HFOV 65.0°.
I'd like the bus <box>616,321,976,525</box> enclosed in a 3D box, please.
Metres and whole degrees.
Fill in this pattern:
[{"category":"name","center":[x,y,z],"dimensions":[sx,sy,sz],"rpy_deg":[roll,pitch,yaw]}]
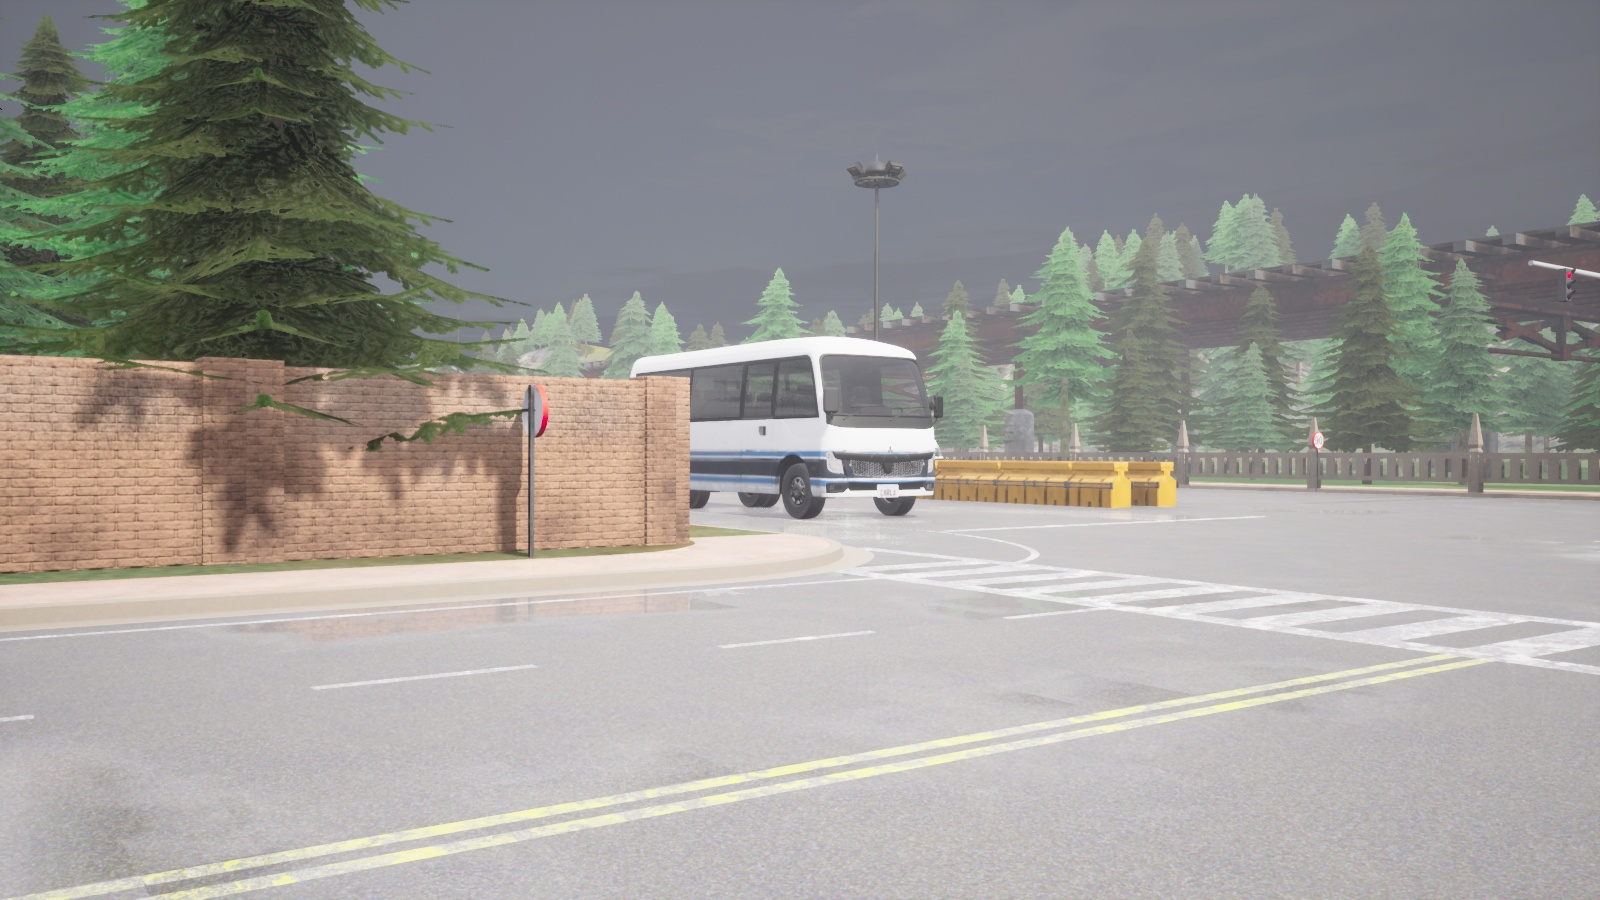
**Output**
[{"category":"bus","center":[-0.551,-0.553,31.586],"dimensions":[3.944,4.253,10.273],"rpy_deg":[0,0,-35]}]
